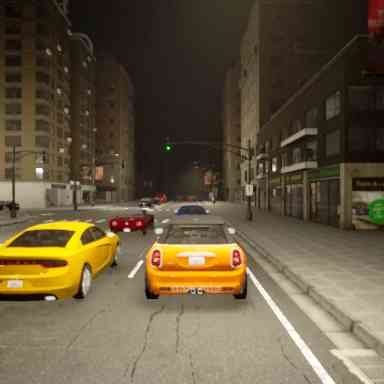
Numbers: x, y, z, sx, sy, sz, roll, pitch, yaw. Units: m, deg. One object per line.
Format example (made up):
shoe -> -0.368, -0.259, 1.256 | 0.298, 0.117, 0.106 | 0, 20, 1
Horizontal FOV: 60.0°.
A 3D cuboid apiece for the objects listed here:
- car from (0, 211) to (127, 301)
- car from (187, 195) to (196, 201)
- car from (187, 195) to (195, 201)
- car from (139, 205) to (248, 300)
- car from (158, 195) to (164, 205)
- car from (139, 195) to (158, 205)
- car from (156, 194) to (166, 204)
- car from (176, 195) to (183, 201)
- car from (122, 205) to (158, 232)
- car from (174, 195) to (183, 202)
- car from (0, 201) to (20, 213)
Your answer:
car -> -3.167, 1.494, 8.445 | 1.882, 1.535, 5.008 | 0, 0, 0
car -> -0.162, 1.542, 80.650 | 2.097, 1.767, 4.553 | 0, 0, 0
car -> -0.182, 1.644, 90.685 | 2.033, 1.411, 5.357 | 0, 0, 0
car -> 0.082, 1.368, 8.586 | 2.097, 1.767, 4.553 | 0, 0, 0
car -> -6.693, 1.733, 59.455 | 1.895, 1.301, 4.718 | 0, 0, 1
car -> -6.695, 1.598, 49.259 | 2.128, 1.511, 4.902 | 0, 0, 0
car -> -6.641, 1.385, 70.053 | 2.150, 2.045, 5.566 | 0, 0, 0
car -> -3.432, 1.582, 90.679 | 1.882, 1.535, 5.008 | 0, 0, 0
car -> -3.268, 1.638, 19.059 | 1.895, 1.301, 4.718 | 0, 0, 0
car -> -3.411, 1.686, 80.257 | 1.837, 1.490, 4.892 | 0, 0, 0
car -> -22.226, 1.666, 38.398 | 4.313, 1.339, 1.947 | 0, 0, 0
